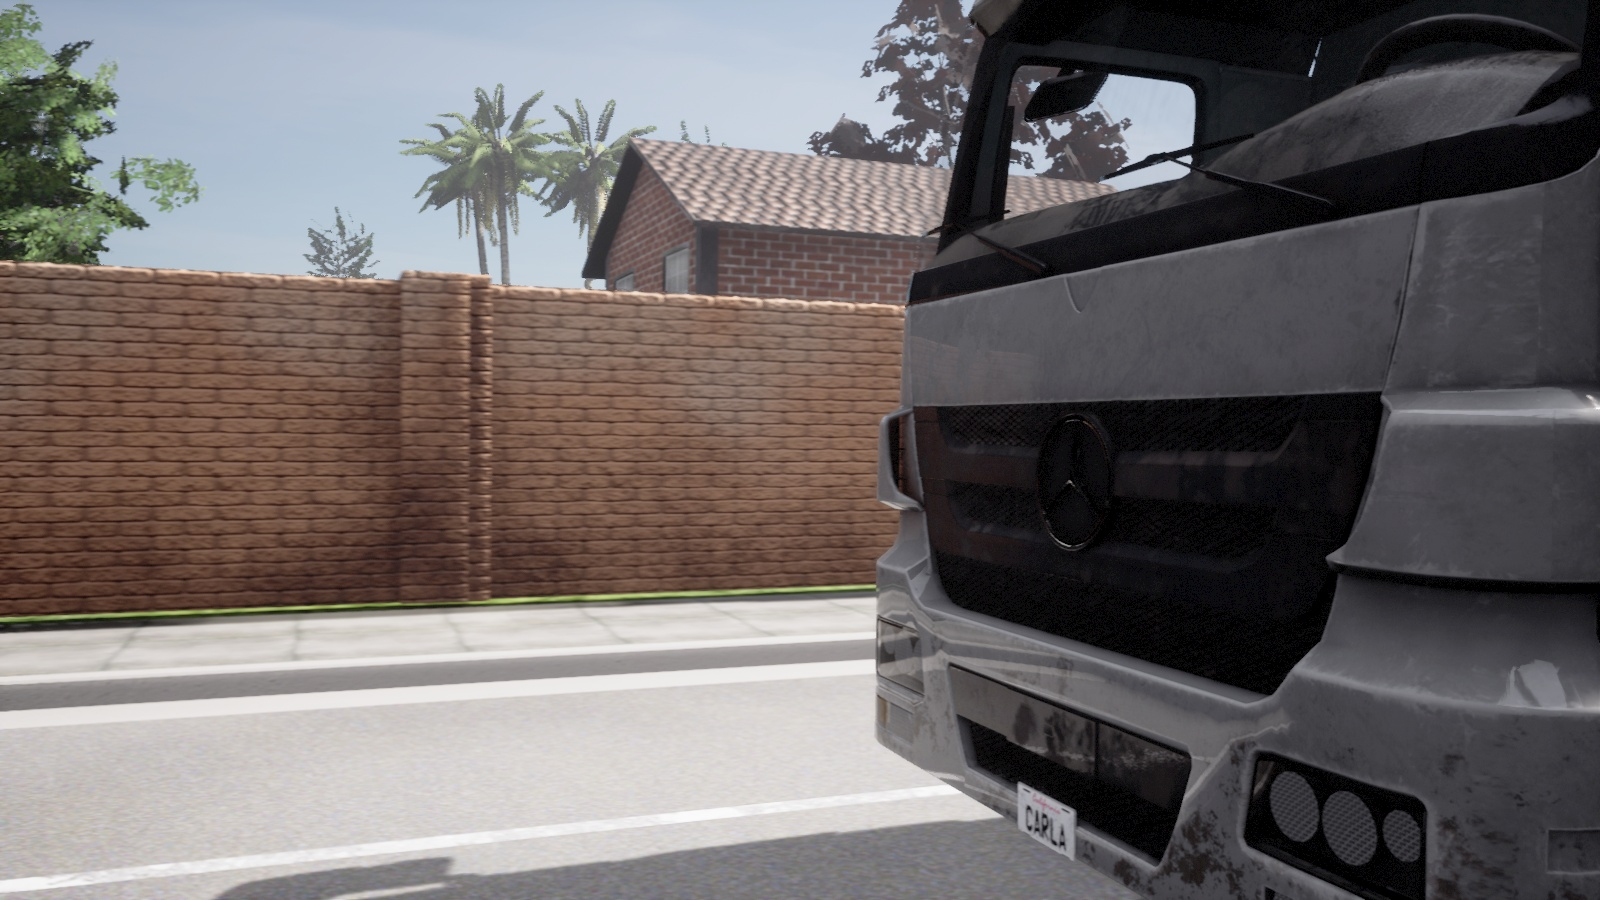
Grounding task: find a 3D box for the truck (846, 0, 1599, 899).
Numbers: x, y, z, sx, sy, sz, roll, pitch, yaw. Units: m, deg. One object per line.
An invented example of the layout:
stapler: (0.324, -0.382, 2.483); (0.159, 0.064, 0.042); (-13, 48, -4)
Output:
truck: (4.414, -0.311, 4.898); (7.936, 3.462, 2.891); (-1, 1, -21)
